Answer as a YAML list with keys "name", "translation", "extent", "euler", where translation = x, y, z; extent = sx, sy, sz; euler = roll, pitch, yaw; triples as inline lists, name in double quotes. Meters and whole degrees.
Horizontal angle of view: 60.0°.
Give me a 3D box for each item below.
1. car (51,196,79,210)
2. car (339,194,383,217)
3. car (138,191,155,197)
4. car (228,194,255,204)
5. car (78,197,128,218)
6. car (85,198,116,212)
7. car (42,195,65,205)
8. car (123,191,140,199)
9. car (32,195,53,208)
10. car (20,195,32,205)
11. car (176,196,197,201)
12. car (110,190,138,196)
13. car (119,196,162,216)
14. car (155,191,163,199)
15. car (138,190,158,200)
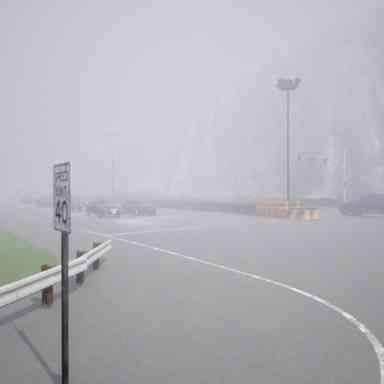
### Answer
- name: "car"
  translation: [-13.770, 1.491, 37.093]
  extent: [1.895, 1.301, 4.718]
  euler: [0, 0, -38]
- name: "car"
  translation: [15.617, 1.152, 28.468]
  extent: [2.150, 2.045, 5.566]
  euler: [0, 0, -38]
- name: "car"
  translation: [-10.379, 0.831, 67.162]
  extent: [2.150, 2.045, 5.566]
  euler: [0, 1, -38]
- name: "car"
  translation: [8.117, 1.179, 54.882]
  extent: [2.097, 1.767, 4.553]
  euler: [0, 0, -38]
- name: "car"
  translation: [-8.044, 1.424, 29.816]
  extent: [2.128, 1.511, 4.902]
  euler: [0, 0, -38]
- name: "car"
  translation: [-10.708, 1.449, 38.857]
  extent: [1.994, 1.385, 4.181]
  euler: [0, 0, -38]
- name: "car"
  translation: [-22.497, 1.237, 53.983]
  extent: [2.033, 1.411, 5.357]
  euler: [0, 1, -38]
- name: "car"
  translation: [-14.086, 0.741, 77.416]
  extent: [2.097, 1.767, 4.553]
  euler: [0, 1, -38]
- name: "car"
  translation: [-19.485, 1.318, 44.406]
  extent: [1.837, 1.490, 4.892]
  euler: [0, 1, -38]
- name: "car"
  translation: [-25.715, 1.213, 52.424]
  extent: [1.812, 1.442, 4.674]
  euler: [0, 1, -37]
- name: "car"
  translation: [-1.269, 1.343, 49.837]
  extent: [1.837, 1.490, 4.892]
  euler: [0, 0, -38]
- name: "car"
  translation: [-13.303, 0.836, 65.222]
  extent: [2.150, 2.045, 5.566]
  euler: [0, 1, -38]
- name: "car"
  translation: [-5.229, 1.430, 31.898]
  extent: [1.837, 1.490, 4.892]
  euler: [0, 0, -38]
- name: "car"
  translation: [-7.921, 0.951, 69.536]
  extent: [2.097, 1.767, 4.553]
  euler: [0, 1, -38]
- name: "car"
  translation: [-10.337, 0.676, 78.304]
  extent: [2.150, 2.045, 5.566]
  euler: [0, 1, -38]
